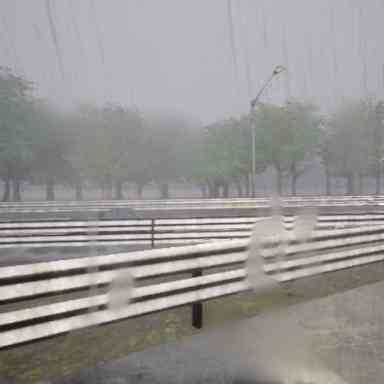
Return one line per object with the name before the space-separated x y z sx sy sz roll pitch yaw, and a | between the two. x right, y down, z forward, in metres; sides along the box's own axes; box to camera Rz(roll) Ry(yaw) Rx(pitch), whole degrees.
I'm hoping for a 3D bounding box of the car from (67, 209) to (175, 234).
car | -3.565 1.589 17.064 5.357 1.411 2.033 -1 1 -5
